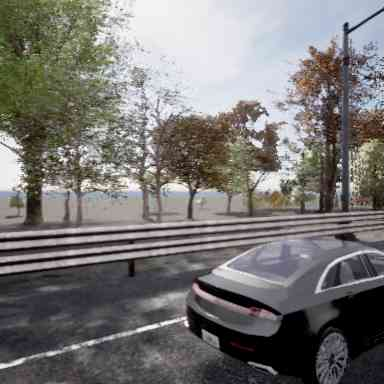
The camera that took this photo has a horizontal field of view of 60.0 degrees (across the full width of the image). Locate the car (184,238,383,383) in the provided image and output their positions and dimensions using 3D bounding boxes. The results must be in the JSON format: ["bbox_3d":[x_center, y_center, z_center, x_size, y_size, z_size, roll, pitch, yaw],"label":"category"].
[{"bbox_3d":[2.200,1.502,5.276,4.902,1.511,2.128,0,0,-35],"label":"car"}]
